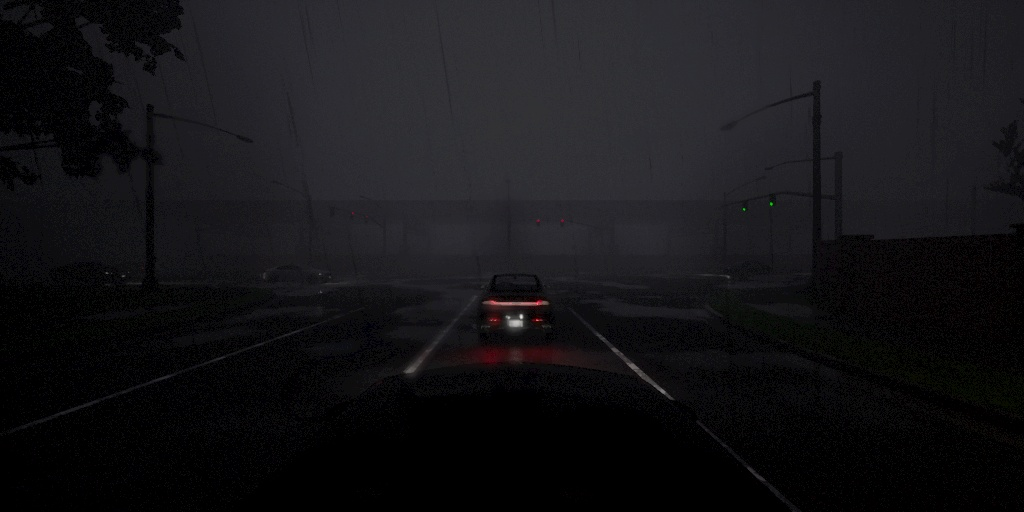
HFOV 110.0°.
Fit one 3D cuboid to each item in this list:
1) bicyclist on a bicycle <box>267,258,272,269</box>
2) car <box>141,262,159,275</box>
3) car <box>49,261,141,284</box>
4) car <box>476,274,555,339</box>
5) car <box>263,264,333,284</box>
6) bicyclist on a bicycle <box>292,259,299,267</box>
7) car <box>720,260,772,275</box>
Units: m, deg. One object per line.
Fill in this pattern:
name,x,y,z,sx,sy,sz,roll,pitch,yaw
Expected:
bicyclist on a bicycle,-31.608,1.050,46.765,0.582,1.620,1.656,0,0,-33
car,-40.537,1.297,37.759,5.357,1.411,2.033,0,0,2
car,-31.470,1.243,26.842,4.902,1.511,2.128,0,0,2
car,0.094,1.242,10.117,2.128,1.511,4.902,0,0,0
car,-15.724,1.276,26.393,4.674,1.442,1.812,0,0,2
bicyclist on a bicycle,-27.055,1.203,44.677,0.582,1.620,1.656,0,0,14
car,23.495,1.140,36.052,4.674,1.442,1.812,-1,0,2
